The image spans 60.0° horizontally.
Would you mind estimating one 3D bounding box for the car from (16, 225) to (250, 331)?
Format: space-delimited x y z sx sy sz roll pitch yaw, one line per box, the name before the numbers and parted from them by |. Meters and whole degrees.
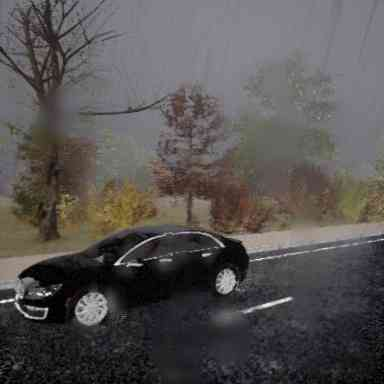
car | -0.936 1.503 6.969 4.892 1.490 1.837 0 0 -35
